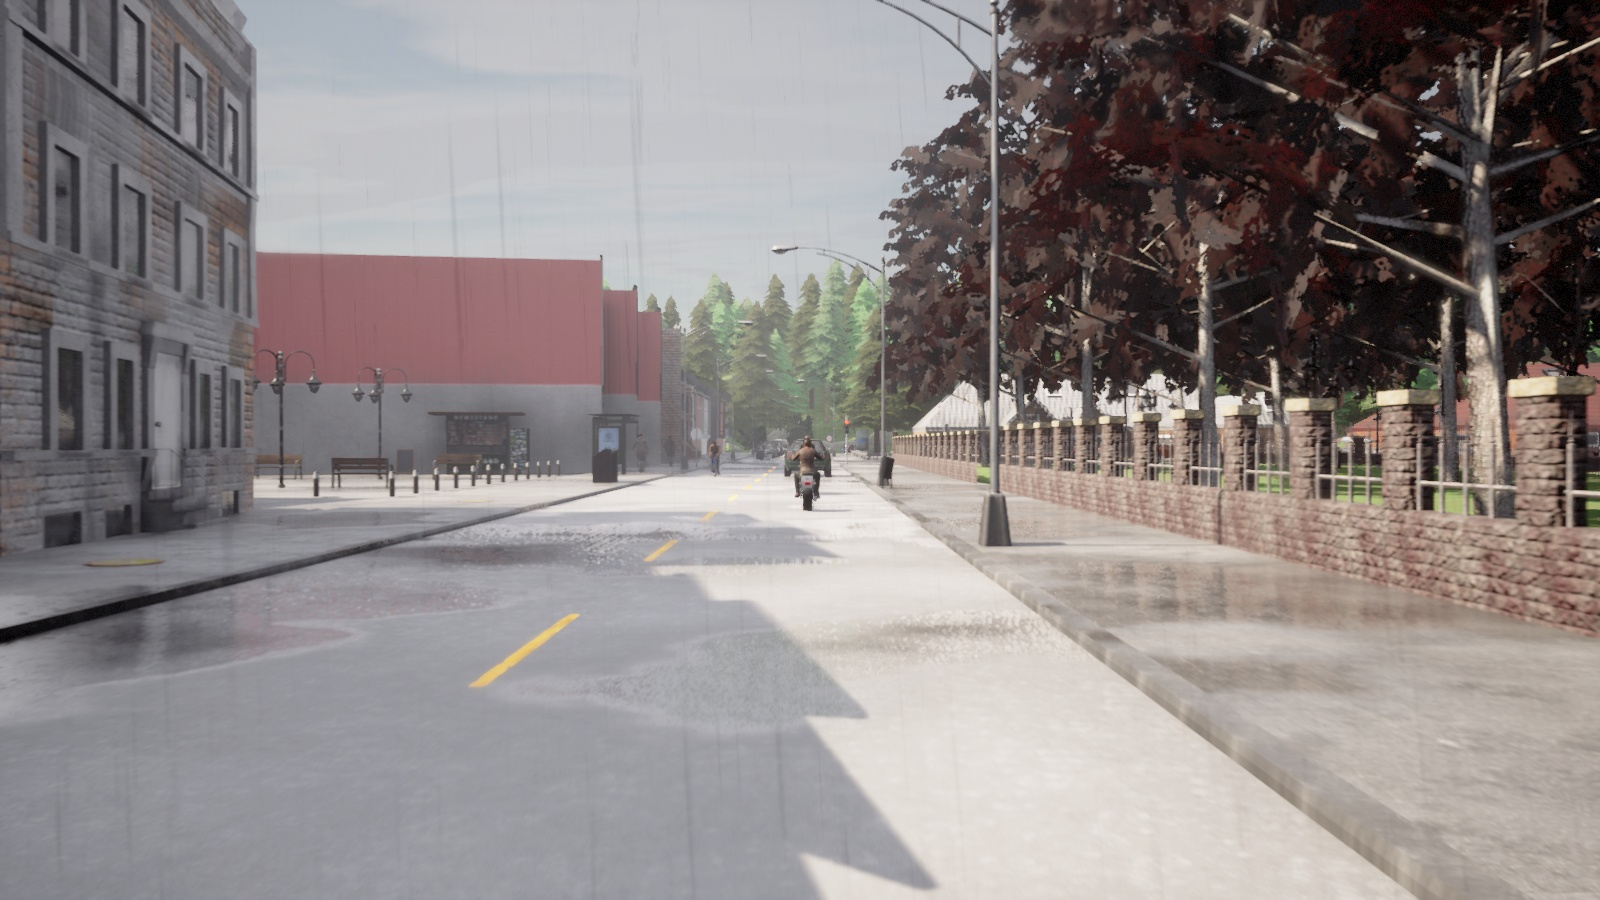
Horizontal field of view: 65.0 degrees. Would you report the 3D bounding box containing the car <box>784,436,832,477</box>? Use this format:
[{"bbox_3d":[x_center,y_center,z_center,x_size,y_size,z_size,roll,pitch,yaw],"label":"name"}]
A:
[{"bbox_3d":[0.351,0.287,56.533,2.097,1.767,4.553,0,0,0],"label":"car"}]

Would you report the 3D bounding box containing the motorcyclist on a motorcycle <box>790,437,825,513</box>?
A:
[{"bbox_3d":[0.167,0.538,28.336,0.766,1.649,2.350,0,0,0],"label":"motorcyclist on a motorcycle"}]

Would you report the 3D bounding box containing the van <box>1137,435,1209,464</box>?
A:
[{"bbox_3d":[26.471,-0.012,89.248,4.480,2.038,2.069,0,0,-1],"label":"van"}]

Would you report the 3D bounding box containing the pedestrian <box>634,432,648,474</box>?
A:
[{"bbox_3d":[-7.410,0.120,58.519,0.659,1.952,0.873,0,0,-6],"label":"pedestrian"}]

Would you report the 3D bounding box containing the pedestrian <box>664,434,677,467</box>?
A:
[{"bbox_3d":[-7.685,0.025,74.577,0.659,1.952,0.873,0,0,3],"label":"pedestrian"}]
